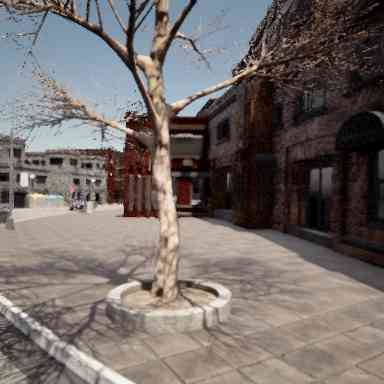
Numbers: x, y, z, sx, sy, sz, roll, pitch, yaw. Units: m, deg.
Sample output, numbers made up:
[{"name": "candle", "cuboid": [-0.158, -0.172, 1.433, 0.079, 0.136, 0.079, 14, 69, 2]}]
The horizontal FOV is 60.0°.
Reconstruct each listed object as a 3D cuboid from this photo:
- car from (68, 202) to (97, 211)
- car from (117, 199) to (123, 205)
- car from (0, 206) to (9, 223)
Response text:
[{"name": "car", "cuboid": [-15.115, 1.981, 46.327, 1.895, 1.301, 4.718, 1, -1, 11]}, {"name": "car", "cuboid": [-14.049, 2.128, 70.269, 2.033, 1.411, 5.357, 1, -1, 11]}, {"name": "car", "cuboid": [-14.716, 1.587, 23.919, 1.837, 1.490, 4.892, 1, -1, -13]}]
